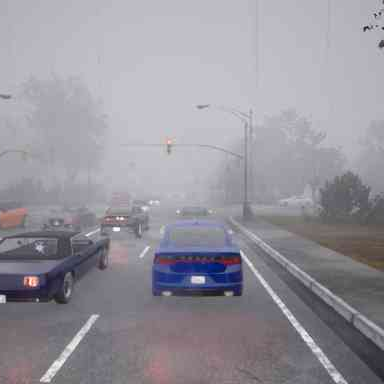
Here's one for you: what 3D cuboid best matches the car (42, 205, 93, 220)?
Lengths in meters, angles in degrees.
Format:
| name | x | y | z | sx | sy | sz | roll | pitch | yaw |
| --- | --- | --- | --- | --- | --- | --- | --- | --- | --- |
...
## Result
| name | x | y | z | sx | sy | sz | roll | pitch | yaw |
| --- | --- | --- | --- | --- | --- | --- | --- | --- | --- |
| car | -7.070 | 1.443 | 19.346 | 1.994 | 1.385 | 4.181 | 0 | 1 | 0 |

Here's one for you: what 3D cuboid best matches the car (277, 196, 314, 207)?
| name | x | y | z | sx | sy | sz | roll | pitch | yaw |
| --- | --- | --- | --- | --- | --- | --- | --- | --- | --- |
| car | 13.290 | 1.200 | 42.822 | 4.674 | 1.442 | 1.812 | 0 | 1 | -3 |

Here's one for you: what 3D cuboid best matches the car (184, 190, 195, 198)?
| name | x | y | z | sx | sy | sz | roll | pitch | yaw |
| --- | --- | --- | --- | --- | --- | --- | --- | --- | --- |
| car | -0.340 | 0.419 | 85.464 | 2.150 | 2.045 | 5.566 | 0 | 1 | -4 |

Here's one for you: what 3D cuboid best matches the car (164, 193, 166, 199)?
| name | x | y | z | sx | sy | sz | roll | pitch | yaw |
| --- | --- | --- | --- | --- | --- | --- | --- | --- | --- |
| car | -6.991 | 0.834 | 74.761 | 1.882 | 1.535 | 5.008 | 0 | 1 | -1 |

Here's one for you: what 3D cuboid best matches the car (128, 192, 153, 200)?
| name | x | y | z | sx | sy | sz | roll | pitch | yaw |
| --- | --- | --- | --- | --- | --- | --- | --- | --- | --- |
| car | -7.028 | 1.125 | 45.924 | 1.882 | 1.535 | 5.008 | 0 | 0 | 0 |

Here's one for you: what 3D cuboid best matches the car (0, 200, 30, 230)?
| name | x | y | z | sx | sy | sz | roll | pitch | yaw |
| --- | --- | --- | --- | --- | --- | --- | --- | --- | --- |
| car | -10.572 | 1.246 | 17.614 | 2.097 | 1.767 | 4.553 | 0 | 1 | 0 |

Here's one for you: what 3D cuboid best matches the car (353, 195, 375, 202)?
| name | x | y | z | sx | sy | sz | roll | pitch | yaw |
| --- | --- | --- | --- | --- | --- | --- | --- | --- | --- |
| car | 22.478 | 1.174 | 43.329 | 4.892 | 1.490 | 1.837 | 0 | 1 | -3 |

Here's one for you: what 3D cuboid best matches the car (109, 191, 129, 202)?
| name | x | y | z | sx | sy | sz | roll | pitch | yaw |
| --- | --- | --- | --- | --- | --- | --- | --- | --- | --- |
| car | -10.521 | 0.845 | 48.637 | 2.150 | 2.045 | 5.566 | 0 | 0 | 0 |

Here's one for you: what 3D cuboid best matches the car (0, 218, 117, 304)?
| name | x | y | z | sx | sy | sz | roll | pitch | yaw |
| --- | --- | --- | --- | --- | --- | --- | --- | --- | --- |
| car | -3.387 | 1.573 | 8.044 | 1.895 | 1.301 | 4.718 | 0 | 0 | 0 |

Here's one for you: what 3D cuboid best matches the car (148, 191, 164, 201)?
| name | x | y | z | sx | sy | sz | roll | pitch | yaw |
| --- | --- | --- | --- | --- | --- | --- | --- | --- | --- |
| car | -6.977 | 1.059 | 62.680 | 1.994 | 1.385 | 4.181 | 0 | 1 | 0 |

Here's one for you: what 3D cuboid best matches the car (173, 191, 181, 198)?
| name | x | y | z | sx | sy | sz | roll | pitch | yaw |
| --- | --- | --- | --- | --- | --- | --- | --- | --- | --- |
| car | -3.836 | 0.737 | 85.329 | 2.033 | 1.411 | 5.357 | 0 | 1 | -4 |

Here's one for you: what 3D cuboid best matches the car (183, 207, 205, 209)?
| name | x | y | z | sx | sy | sz | roll | pitch | yaw |
| --- | --- | --- | --- | --- | --- | --- | --- | --- | --- |
| car | 0.126 | 1.458 | 17.572 | 1.994 | 1.385 | 4.181 | 0 | 0 | 0 |

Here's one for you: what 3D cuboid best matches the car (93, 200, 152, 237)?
| name | x | y | z | sx | sy | sz | roll | pitch | yaw |
| --- | --- | --- | --- | --- | --- | --- | --- | --- | --- |
| car | -3.373 | 1.402 | 17.296 | 1.837 | 1.490 | 4.892 | 0 | 0 | 0 |

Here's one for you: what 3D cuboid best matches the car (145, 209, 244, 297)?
| name | x | y | z | sx | sy | sz | roll | pitch | yaw |
| --- | --- | --- | --- | --- | --- | --- | --- | --- | --- |
| car | 0.114 | 1.446 | 8.591 | 1.882 | 1.535 | 5.008 | 0 | 0 | 0 |

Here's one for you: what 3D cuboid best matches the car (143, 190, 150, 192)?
| name | x | y | z | sx | sy | sz | roll | pitch | yaw |
| --- | --- | --- | --- | --- | --- | --- | --- | --- | --- |
| car | -10.436 | 0.800 | 67.057 | 2.097 | 1.767 | 4.553 | 0 | 1 | 0 |
